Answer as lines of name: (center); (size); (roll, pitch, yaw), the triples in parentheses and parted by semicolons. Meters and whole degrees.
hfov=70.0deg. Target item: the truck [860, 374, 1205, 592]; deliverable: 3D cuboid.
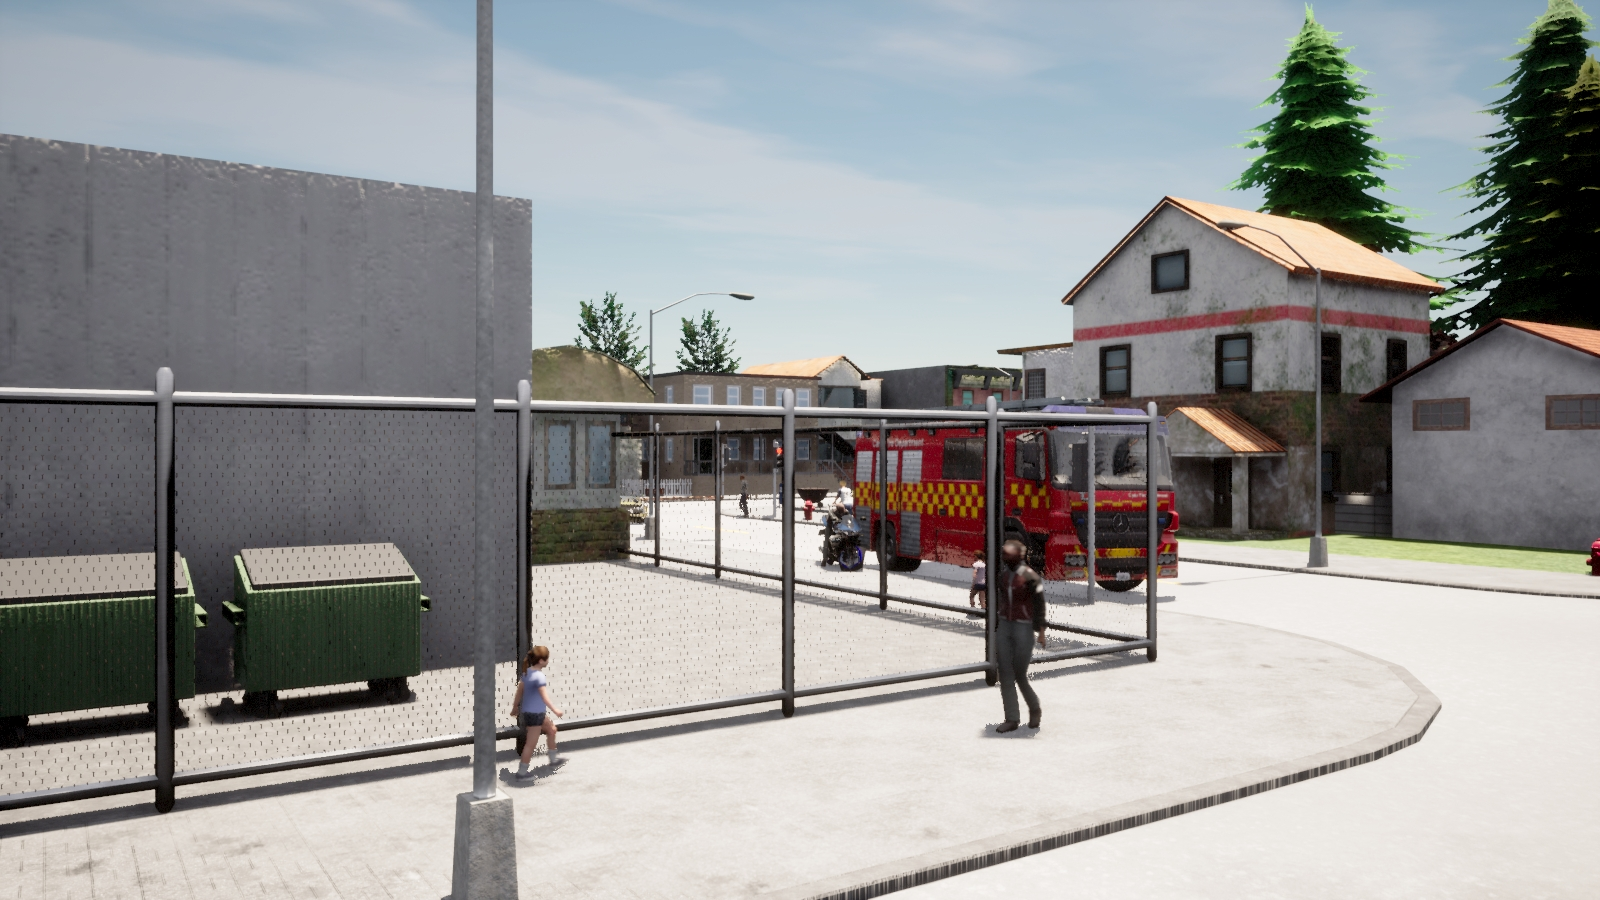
truck: (4.478, 0.647, 24.442); (2.891, 3.827, 8.468); (1, -1, -23)

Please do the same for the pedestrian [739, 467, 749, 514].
pedestrian: (-2.270, 1.628, 46.235); (0.375, 1.860, 0.375); (0, 0, -7)

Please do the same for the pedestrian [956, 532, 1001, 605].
pedestrian: (2.872, 1.895, 18.385); (0.500, 1.100, 0.500); (0, 0, -32)

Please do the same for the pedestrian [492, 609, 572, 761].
pedestrian: (-2.194, 1.896, 9.336); (0.500, 1.100, 0.500); (0, 0, -33)

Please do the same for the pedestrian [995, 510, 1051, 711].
pedestrian: (2.146, 1.517, 10.999); (0.375, 1.860, 0.375); (0, 0, -43)

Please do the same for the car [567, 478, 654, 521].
car: (-7.271, 1.844, 43.576); (1.970, 1.475, 3.806); (0, 0, -32)

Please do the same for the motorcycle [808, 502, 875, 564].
motorcycle: (0.923, 1.872, 26.186); (0.867, 1.251, 2.209); (0, 0, -17)
